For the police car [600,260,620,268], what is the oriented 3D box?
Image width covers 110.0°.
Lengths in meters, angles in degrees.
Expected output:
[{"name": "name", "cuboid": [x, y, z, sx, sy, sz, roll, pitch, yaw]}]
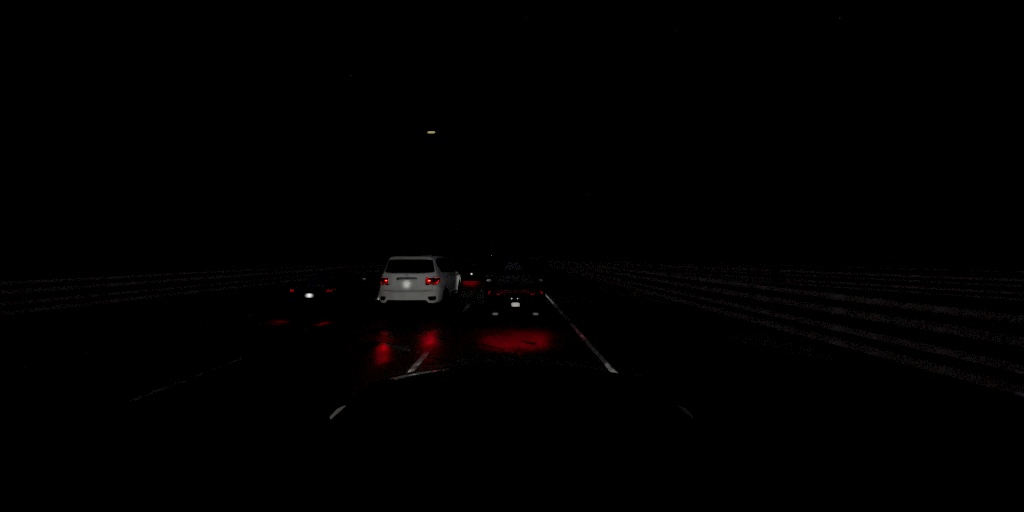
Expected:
[{"name": "police car", "cuboid": [12.586, 1.360, 48.771, 2.038, 1.542, 4.974, 0, 0, -14]}]

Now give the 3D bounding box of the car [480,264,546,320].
[{"name": "car", "cuboid": [0.098, 1.229, 12.679, 1.882, 1.535, 5.008, 0, 0, 0]}]

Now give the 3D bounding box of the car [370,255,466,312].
[{"name": "car", "cuboid": [-3.403, 0.974, 14.260, 2.150, 2.045, 5.566, 0, 0, 0]}]

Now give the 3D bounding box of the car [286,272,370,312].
[{"name": "car", "cuboid": [-6.905, 1.316, 14.214, 1.994, 1.385, 4.181, 0, 0, 0]}]

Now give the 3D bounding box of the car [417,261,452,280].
[{"name": "car", "cuboid": [-6.912, 1.250, 32.408, 2.128, 1.511, 4.902, 0, 0, 0]}]

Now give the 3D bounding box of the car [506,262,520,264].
[{"name": "car", "cuboid": [0.088, 1.285, 33.634, 1.812, 1.442, 4.674, 0, 0, 0]}]

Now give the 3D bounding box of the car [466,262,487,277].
[{"name": "car", "cuboid": [-3.410, 1.263, 32.645, 1.837, 1.490, 4.892, 0, 0, 0]}]
